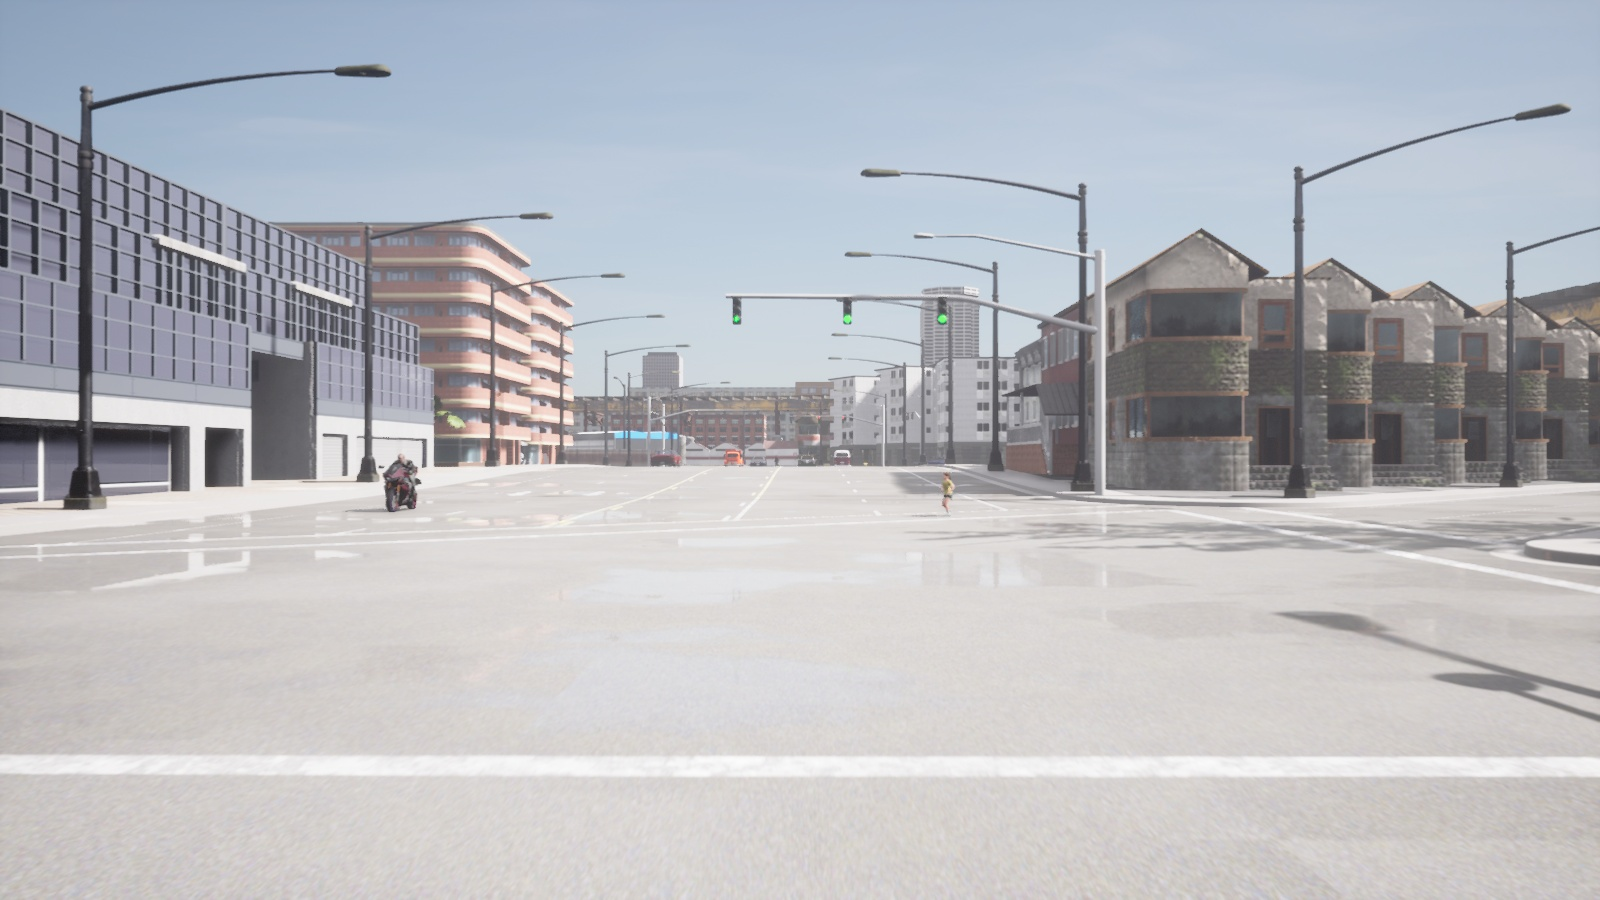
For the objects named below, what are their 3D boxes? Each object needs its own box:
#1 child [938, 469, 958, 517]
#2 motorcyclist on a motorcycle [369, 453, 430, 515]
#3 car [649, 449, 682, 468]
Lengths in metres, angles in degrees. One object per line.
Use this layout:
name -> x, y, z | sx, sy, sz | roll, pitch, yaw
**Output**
child -> 3.489, 1.008, 29.633 | 0.394, 1.110, 0.255 | 0, 0, -27
motorcyclist on a motorcycle -> -10.305, 0.854, 32.418 | 0.866, 1.530, 2.191 | 0, 0, 0
car -> -9.967, 0.643, 93.066 | 1.895, 1.301, 4.718 | 0, -1, 0
